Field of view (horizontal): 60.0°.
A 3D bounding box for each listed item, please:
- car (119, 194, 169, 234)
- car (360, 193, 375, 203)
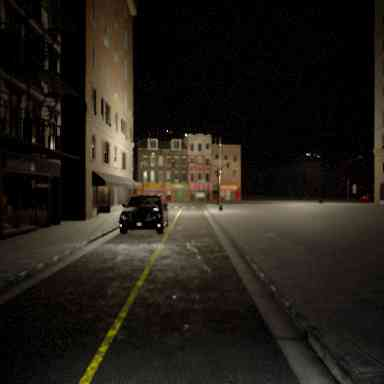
[{"bbox_3d":[-2.508,1.156,18.512,2.150,2.045,5.566,0,0,0],"label":"car"},{"bbox_3d":[29.517,0.929,53.283,4.553,1.767,2.097,0,0,-9],"label":"car"}]
